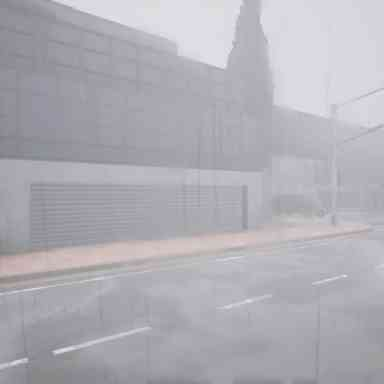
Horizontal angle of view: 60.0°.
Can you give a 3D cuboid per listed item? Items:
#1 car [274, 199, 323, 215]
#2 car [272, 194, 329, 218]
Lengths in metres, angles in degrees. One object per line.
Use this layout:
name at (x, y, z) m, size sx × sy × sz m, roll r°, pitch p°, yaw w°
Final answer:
car at (10.960, 1.526, 34.480) m, size 1.812 × 1.442 × 4.674 m, roll 0°, pitch 0°, yaw -37°
car at (9.615, 1.222, 30.422) m, size 2.150 × 2.045 × 5.566 m, roll 0°, pitch 0°, yaw -37°
